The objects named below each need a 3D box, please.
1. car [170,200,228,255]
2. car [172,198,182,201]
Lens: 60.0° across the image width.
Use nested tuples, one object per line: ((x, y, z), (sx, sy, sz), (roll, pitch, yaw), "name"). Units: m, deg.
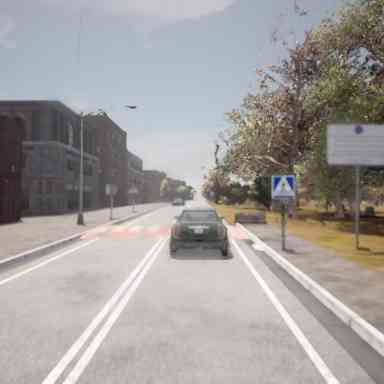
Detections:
((0.294, 1.378, 13.651), (2.097, 1.767, 4.553), (0, 0, 1), "car")
((-2.242, 1.708, 54.736), (1.994, 1.385, 4.181), (0, -1, 2), "car")
